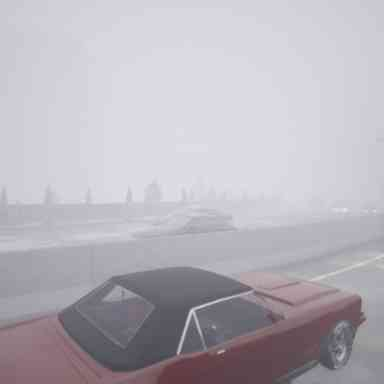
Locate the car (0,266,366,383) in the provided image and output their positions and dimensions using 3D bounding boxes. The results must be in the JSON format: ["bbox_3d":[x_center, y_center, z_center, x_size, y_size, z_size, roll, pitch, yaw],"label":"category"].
[{"bbox_3d":[0.135,1.622,4.023,4.718,1.301,1.895,0,0,-37],"label":"car"}]

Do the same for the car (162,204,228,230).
[{"bbox_3d":[0.315,1.640,22.962,1.812,1.442,4.674,0,0,44],"label":"car"}]

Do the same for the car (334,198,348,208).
[{"bbox_3d":[23.610,1.737,52.692,2.128,1.511,4.902,0,0,22],"label":"car"}]

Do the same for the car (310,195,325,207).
[{"bbox_3d":[21.540,1.490,57.185,2.150,2.045,5.566,0,0,19],"label":"car"}]

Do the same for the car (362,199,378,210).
[{"bbox_3d":[25.135,1.763,47.069,2.033,1.411,5.357,0,0,25],"label":"car"}]

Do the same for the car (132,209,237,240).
[{"bbox_3d":[-0.139,1.591,13.052,4.674,1.442,1.812,0,0,-41],"label":"car"}]

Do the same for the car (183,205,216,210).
[{"bbox_3d":[0.145,1.567,17.983,5.008,1.535,1.882,0,0,-43],"label":"car"}]
